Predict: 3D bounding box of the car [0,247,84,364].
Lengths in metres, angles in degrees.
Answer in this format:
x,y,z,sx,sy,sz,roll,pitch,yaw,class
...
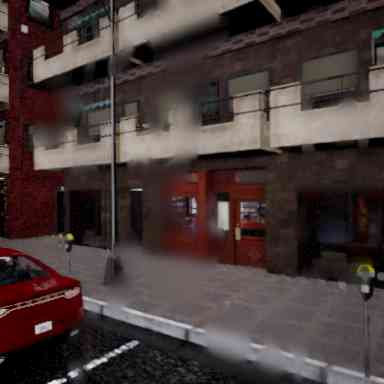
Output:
x,y,z,sx,sy,sz,roll,pitch,yaw,class
-3.700,1.605,5.517,4.507,1.381,1.887,-1,-1,36,car
